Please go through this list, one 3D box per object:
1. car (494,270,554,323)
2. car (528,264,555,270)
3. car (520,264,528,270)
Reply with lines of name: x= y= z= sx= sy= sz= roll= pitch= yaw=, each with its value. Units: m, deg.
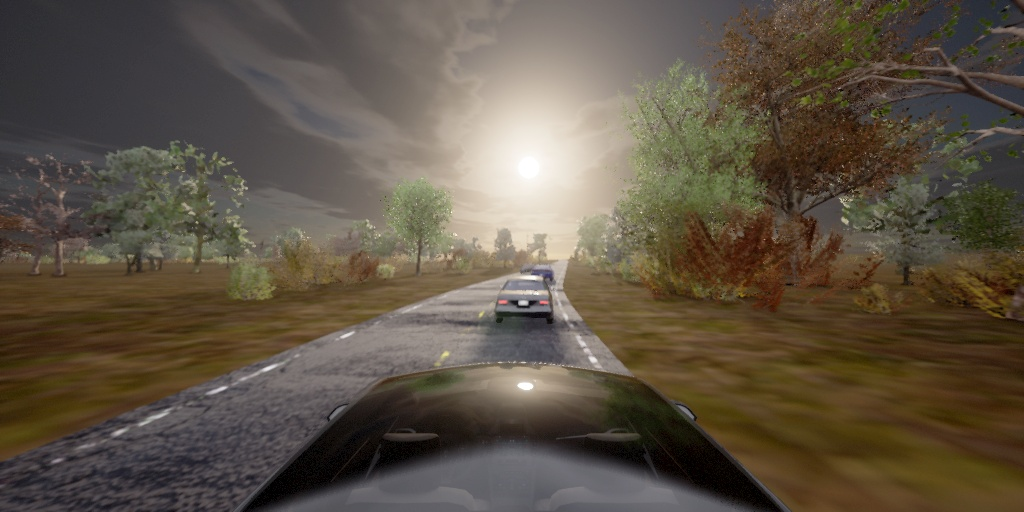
car: x=0.498 y=1.407 z=12.706 sx=2.033 sy=1.411 sz=5.357 roll=0 pitch=-1 yaw=4
car: x=2.980 y=1.539 z=34.144 sx=1.882 sy=1.535 sz=5.008 roll=0 pitch=-1 yaw=9
car: x=2.279 y=1.771 z=50.224 sx=1.994 sy=1.385 sz=4.181 roll=0 pitch=-1 yaw=9
